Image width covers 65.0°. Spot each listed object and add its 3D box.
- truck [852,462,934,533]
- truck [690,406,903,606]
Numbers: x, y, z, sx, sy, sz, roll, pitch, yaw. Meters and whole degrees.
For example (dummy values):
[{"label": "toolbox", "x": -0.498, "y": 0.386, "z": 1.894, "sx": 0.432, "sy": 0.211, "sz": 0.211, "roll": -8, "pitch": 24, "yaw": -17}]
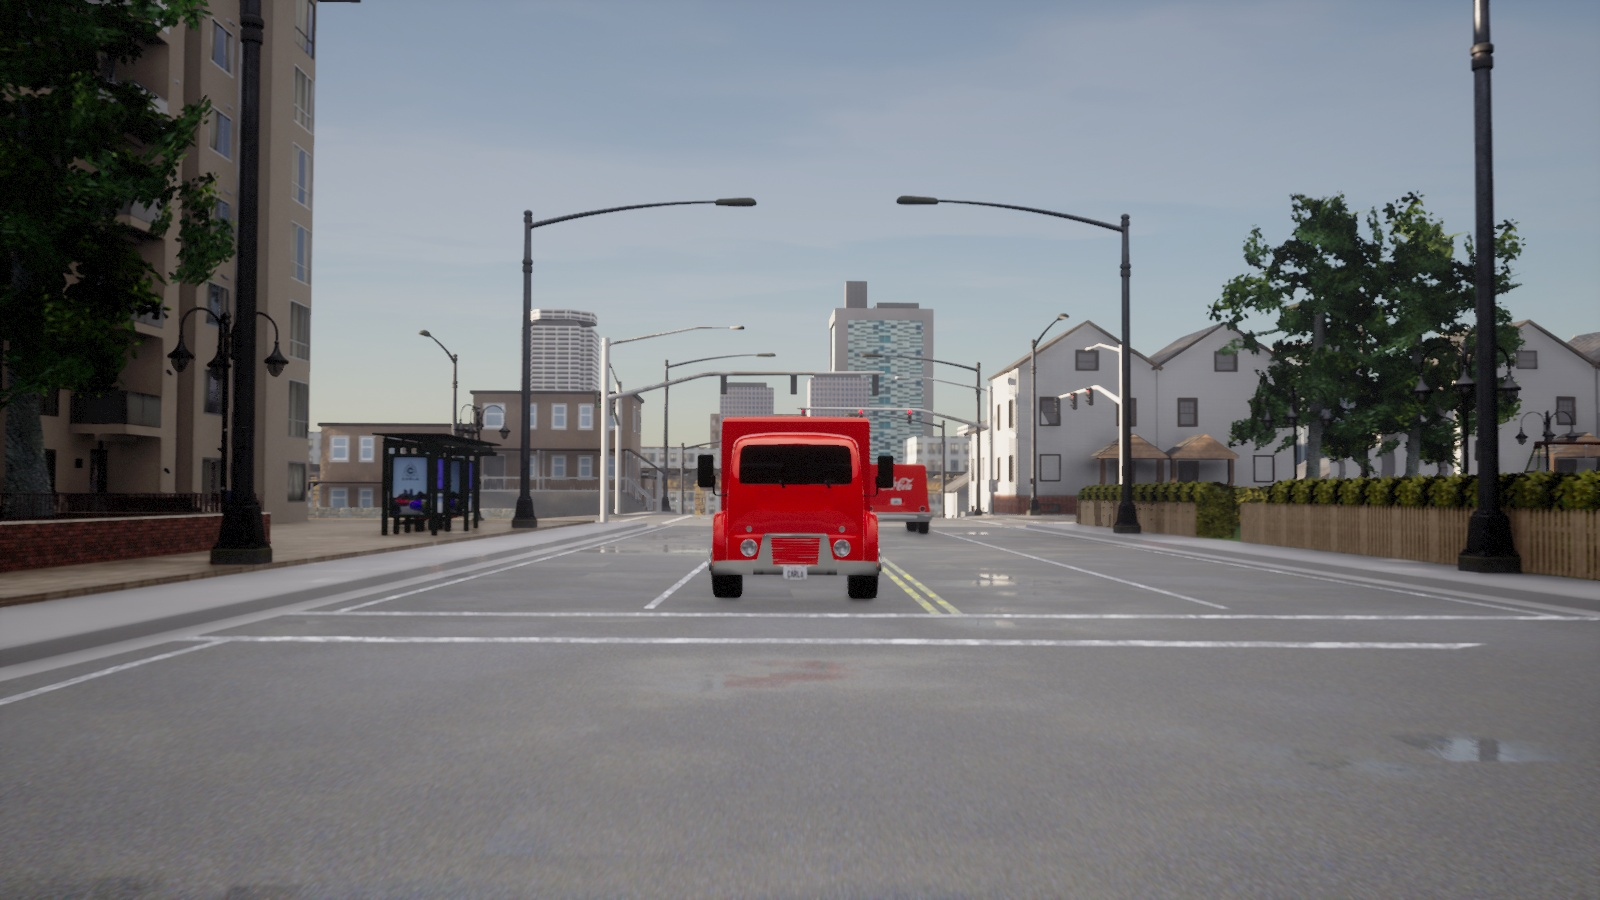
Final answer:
[{"label": "truck", "x": 3.358, "y": 1.751, "z": 46.398, "sx": 2.627, "sy": 2.467, "sz": 5.204, "roll": 0, "pitch": -2, "yaw": 0}, {"label": "truck", "x": -0.058, "y": 0.783, "z": 18.147, "sx": 2.627, "sy": 2.467, "sz": 5.204, "roll": 0, "pitch": -2, "yaw": 0}]
